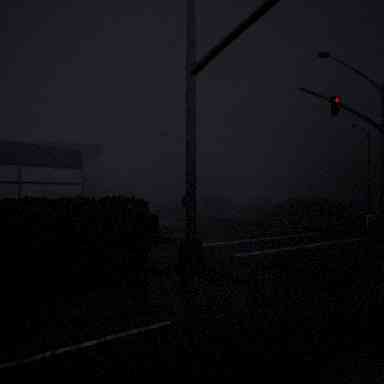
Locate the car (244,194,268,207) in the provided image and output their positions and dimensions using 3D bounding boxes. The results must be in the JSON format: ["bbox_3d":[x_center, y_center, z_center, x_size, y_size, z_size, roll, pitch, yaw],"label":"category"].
[{"bbox_3d":[9.669,1.331,46.635,3.633,1.501,1.845,0,0,-35],"label":"car"}]

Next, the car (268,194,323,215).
[{"bbox_3d":[10.199,1.339,32.530,5.027,1.636,2.152,0,0,-35],"label":"car"}]

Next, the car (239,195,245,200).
[{"bbox_3d":[13.411,1.170,72.862,5.027,1.636,2.152,0,0,-35],"label":"car"}]

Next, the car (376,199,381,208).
[{"bbox_3d":[25.557,1.399,43.140,3.806,1.475,1.970,0,0,-35],"label":"car"}]

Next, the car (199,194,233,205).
[{"bbox_3d":[3.960,1.309,54.836,4.514,1.523,2.007,0,0,-35],"label":"car"}]

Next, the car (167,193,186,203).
[{"bbox_3d":[-2.618,1.109,65.438,4.605,1.855,1.932,0,0,-35],"label":"car"}]

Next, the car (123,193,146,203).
[{"bbox_3d":[-10.946,1.086,63.605,3.866,1.878,1.905,0,0,-35],"label":"car"}]

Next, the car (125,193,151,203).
[{"bbox_3d":[-9.535,1.370,60.533,3.806,1.475,1.970,0,0,-35],"label":"car"}]

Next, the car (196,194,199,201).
[{"bbox_3d":[1.584,1.313,76.872,4.514,1.523,2.007,0,0,-35],"label":"car"}]

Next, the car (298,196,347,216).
[{"bbox_3d":[12.045,1.348,29.994,4.514,1.523,2.007,0,0,-35],"label":"car"}]

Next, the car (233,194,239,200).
[{"bbox_3d":[9.457,1.249,77.927,3.806,1.475,1.970,0,0,-35],"label":"car"}]
